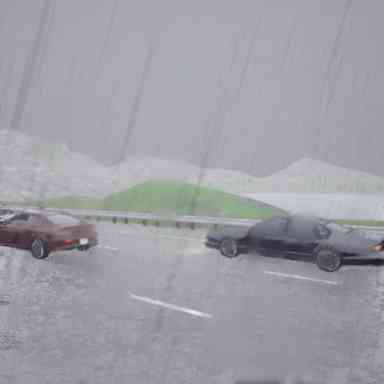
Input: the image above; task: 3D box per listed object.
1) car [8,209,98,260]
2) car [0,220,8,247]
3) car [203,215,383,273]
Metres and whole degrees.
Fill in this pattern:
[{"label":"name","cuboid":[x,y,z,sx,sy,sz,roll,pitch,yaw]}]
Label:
[{"label":"car","cuboid":[-5.298,1.329,11.548,4.674,1.442,1.812,1,1,32]},{"label":"car","cuboid":[-7.029,1.337,8.523,4.892,1.490,1.837,1,1,32]},{"label":"car","cuboid":[3.025,1.429,10.337,5.357,1.411,2.033,1,1,34]}]
